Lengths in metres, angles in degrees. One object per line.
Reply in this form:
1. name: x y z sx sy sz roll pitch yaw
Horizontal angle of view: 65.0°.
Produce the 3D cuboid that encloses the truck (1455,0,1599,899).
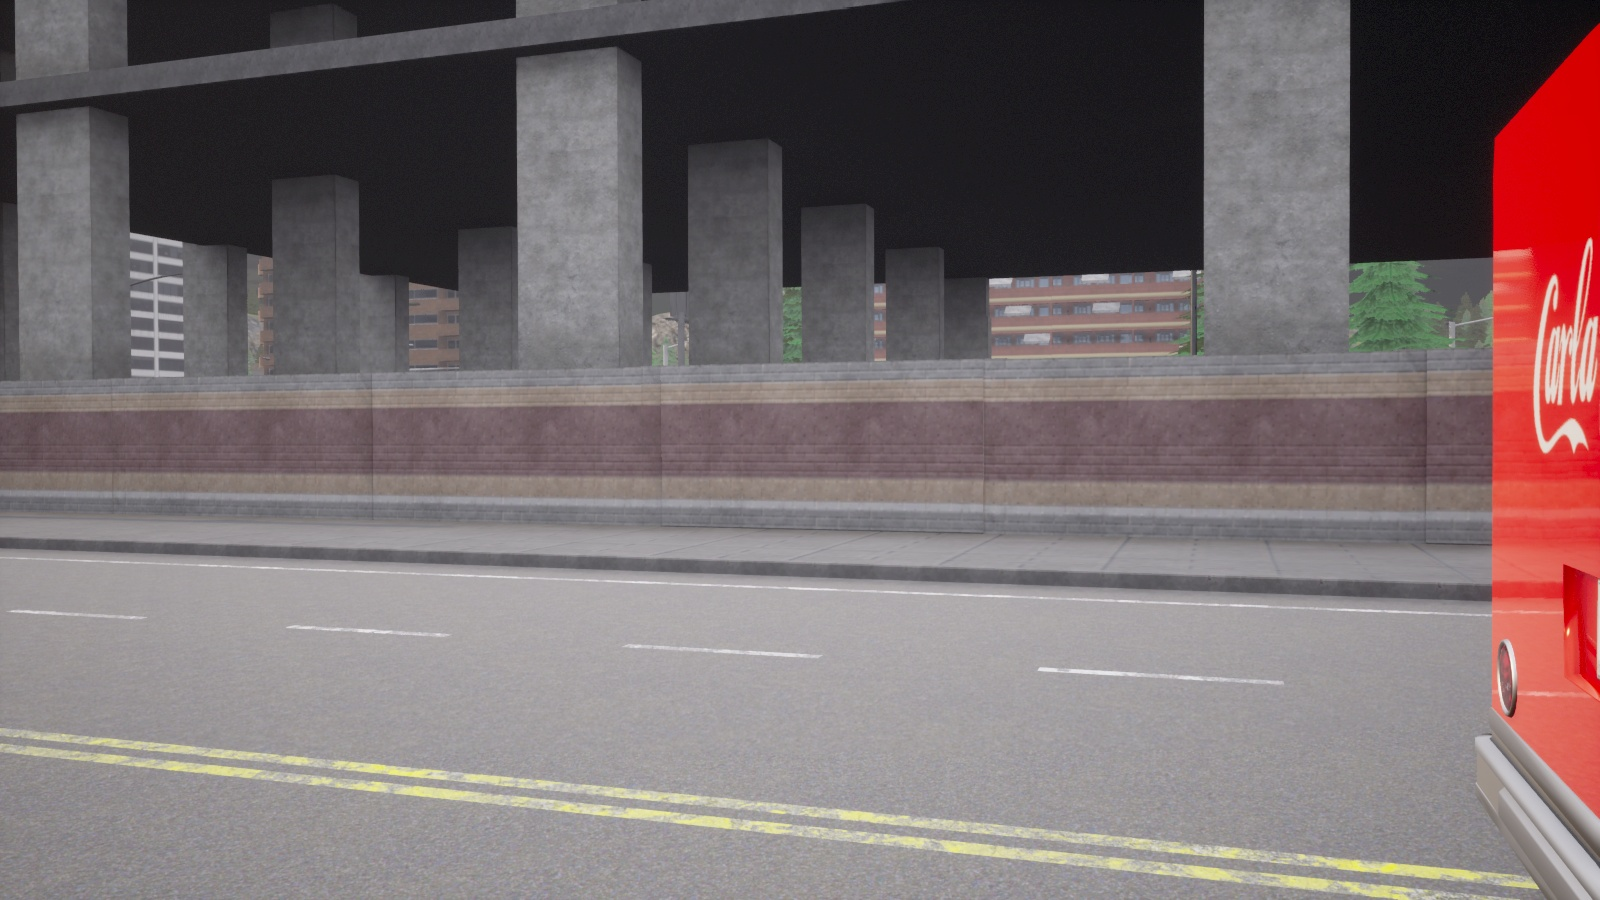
1. truck: 4.085 0.326 1.809 5.204 2.467 2.627 1 1 19
